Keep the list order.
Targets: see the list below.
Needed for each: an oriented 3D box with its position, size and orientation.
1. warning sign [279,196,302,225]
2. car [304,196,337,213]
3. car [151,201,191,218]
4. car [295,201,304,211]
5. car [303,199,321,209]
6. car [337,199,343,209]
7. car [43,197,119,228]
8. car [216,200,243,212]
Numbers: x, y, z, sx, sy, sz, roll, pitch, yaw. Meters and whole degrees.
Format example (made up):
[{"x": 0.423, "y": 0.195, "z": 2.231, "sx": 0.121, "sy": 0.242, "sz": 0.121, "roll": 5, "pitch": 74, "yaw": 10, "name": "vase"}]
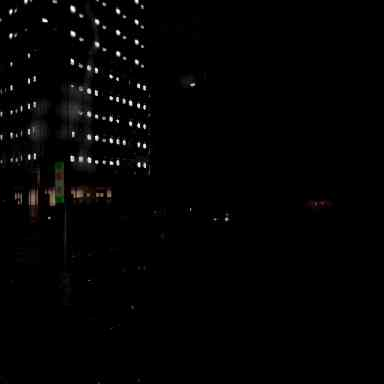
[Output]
[{"x": 6.804, "y": 1.251, "z": 22.976, "sx": 1.300, "sy": 1.860, "sz": 1.060, "roll": 0, "pitch": 0, "yaw": 34, "name": "warning sign"}, {"x": 16.400, "y": 1.502, "z": 42.254, "sx": 2.150, "sy": 2.045, "sz": 5.566, "roll": 0, "pitch": -1, "yaw": 34, "name": "car"}, {"x": -1.943, "y": 1.717, "z": 32.697, "sx": 1.837, "sy": 1.490, "sz": 4.892, "roll": 0, "pitch": -1, "yaw": 35, "name": "car"}, {"x": 14.118, "y": 1.900, "z": 44.697, "sx": 1.895, "sy": 1.301, "sz": 4.718, "roll": 0, "pitch": -1, "yaw": 33, "name": "car"}, {"x": 19.136, "y": 1.879, "z": 52.758, "sx": 1.812, "sy": 1.442, "sz": 4.674, "roll": 0, "pitch": 0, "yaw": 31, "name": "car"}, {"x": 21.914, "y": 1.817, "z": 51.071, "sx": 1.882, "sy": 1.535, "sz": 5.008, "roll": 0, "pitch": 0, "yaw": 31, "name": "car"}, {"x": -7.813, "y": 1.366, "z": 24.113, "sx": 2.150, "sy": 2.045, "sz": 5.566, "roll": 0, "pitch": -1, "yaw": 34, "name": "car"}, {"x": 4.847, "y": 1.766, "z": 42.684, "sx": 1.882, "sy": 1.535, "sz": 5.008, "roll": 0, "pitch": -1, "yaw": 34, "name": "car"}]
